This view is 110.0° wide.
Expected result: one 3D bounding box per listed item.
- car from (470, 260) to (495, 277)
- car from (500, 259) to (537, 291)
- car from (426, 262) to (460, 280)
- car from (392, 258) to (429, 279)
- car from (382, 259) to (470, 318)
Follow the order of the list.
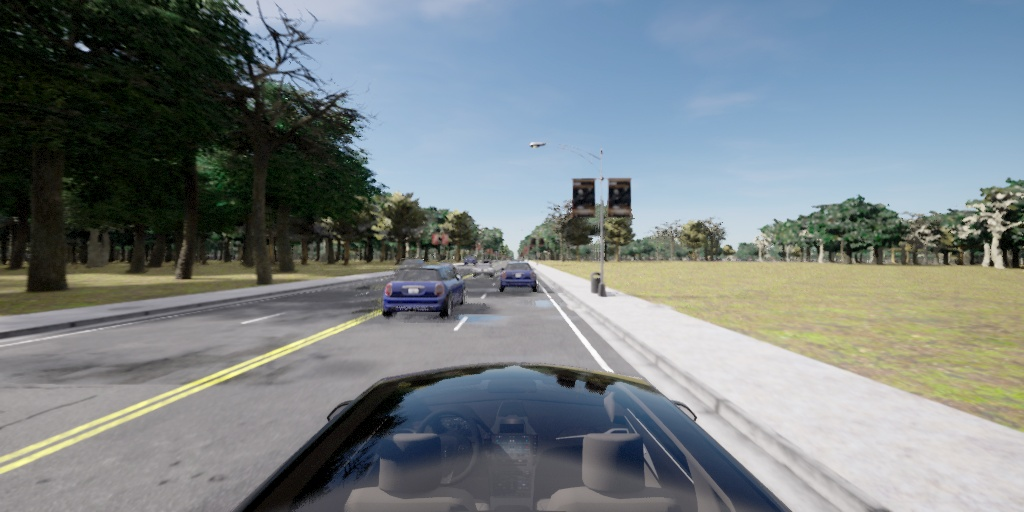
[{"bbox_3d":[-2.671,1.369,35.215,1.895,1.301,4.718,0,0,1],"label":"car"},{"bbox_3d":[0.381,1.117,21.877,2.097,1.767,4.553,0,0,1],"label":"car"},{"bbox_3d":[-6.158,1.313,32.696,2.033,1.411,5.357,0,0,1],"label":"car"},{"bbox_3d":[-9.388,1.117,33.544,2.097,1.767,4.553,0,0,1],"label":"car"},{"bbox_3d":[-2.998,1.109,13.152,2.097,1.767,4.553,0,0,1],"label":"car"}]
